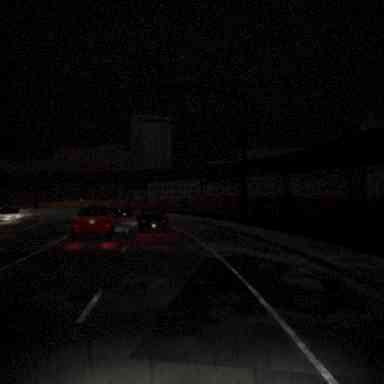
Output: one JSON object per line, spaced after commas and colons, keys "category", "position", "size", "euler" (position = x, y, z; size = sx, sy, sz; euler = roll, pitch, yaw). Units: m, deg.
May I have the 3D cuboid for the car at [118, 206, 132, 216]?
{"category": "car", "position": [-8.969, 2.393, 41.738], "size": [1.895, 1.301, 4.718], "euler": [0, -1, -24]}

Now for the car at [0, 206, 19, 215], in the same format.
{"category": "car", "position": [-29.139, 2.924, 52.942], "size": [1.895, 1.301, 4.718], "euler": [0, -2, -44]}

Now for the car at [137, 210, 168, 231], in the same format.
{"category": "car", "position": [-2.925, 1.949, 23.618], "size": [1.895, 1.301, 4.718], "euler": [0, -1, -12]}

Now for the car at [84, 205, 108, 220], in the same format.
{"category": "car", "position": [-11.106, 2.288, 38.128], "size": [2.033, 1.411, 5.357], "euler": [0, -1, -22]}

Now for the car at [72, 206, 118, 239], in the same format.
{"category": "car", "position": [-5.617, 1.627, 19.439], "size": [2.097, 1.767, 4.553], "euler": [0, -1, -11]}
